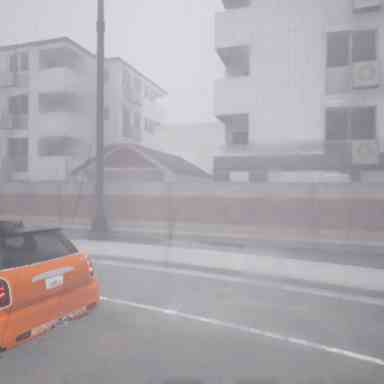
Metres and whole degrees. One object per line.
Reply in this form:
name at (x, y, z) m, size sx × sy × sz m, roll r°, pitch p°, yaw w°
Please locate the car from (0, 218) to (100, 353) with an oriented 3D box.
car at (-3.853, 1.257, 5.573) m, size 4.553 × 1.767 × 2.097 m, roll 1°, pitch 1°, yaw 25°
